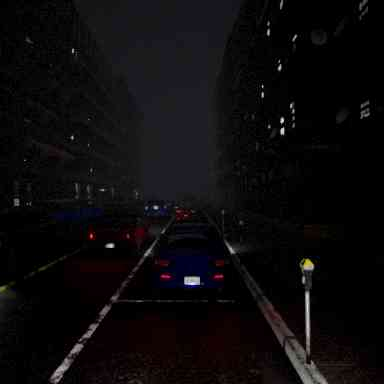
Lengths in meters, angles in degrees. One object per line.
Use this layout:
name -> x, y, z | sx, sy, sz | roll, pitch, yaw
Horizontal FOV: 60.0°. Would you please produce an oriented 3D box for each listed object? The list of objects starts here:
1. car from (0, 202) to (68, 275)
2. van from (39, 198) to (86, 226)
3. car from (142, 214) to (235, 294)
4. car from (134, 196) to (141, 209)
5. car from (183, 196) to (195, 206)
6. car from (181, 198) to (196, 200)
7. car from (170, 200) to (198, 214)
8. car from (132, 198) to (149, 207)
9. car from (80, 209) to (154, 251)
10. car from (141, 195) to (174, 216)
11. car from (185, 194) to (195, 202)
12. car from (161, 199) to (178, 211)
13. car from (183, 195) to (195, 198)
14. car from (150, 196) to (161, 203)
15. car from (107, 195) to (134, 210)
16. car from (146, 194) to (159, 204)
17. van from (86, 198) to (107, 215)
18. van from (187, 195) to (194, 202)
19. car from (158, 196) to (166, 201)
car -> -5.871, 1.358, 10.371 | 2.097, 1.767, 4.553 | 0, 0, 0
van -> -8.313, 1.359, 20.753 | 1.690, 1.788, 3.998 | 2, 0, 0
car -> 0.002, 1.531, 8.653 | 1.812, 1.442, 4.674 | 0, 0, 0
car -> -8.314, 1.379, 42.875 | 2.192, 1.841, 5.009 | 1, 0, 0
car -> -0.474, 1.553, 59.411 | 1.967, 1.590, 4.097 | 1, 0, 0
car -> -0.439, 1.582, 31.754 | 1.887, 1.381, 4.507 | 1, 0, 0
car -> -0.438, 1.572, 26.224 | 1.887, 1.381, 4.507 | 1, 0, 0
car -> -8.322, 1.660, 53.938 | 1.947, 1.339, 4.313 | 1, 0, 0
car -> -2.920, 1.610, 14.039 | 1.895, 1.301, 4.718 | 0, 0, 0
car -> -3.022, 1.386, 30.045 | 2.097, 1.767, 4.553 | 0, 0, 0
car -> -0.473, 1.521, 81.536 | 2.192, 1.841, 5.009 | 1, 0, 0
car -> -2.925, 1.629, 43.547 | 1.994, 1.385, 4.181 | 0, 0, 0
car -> -0.429, 1.490, 37.286 | 1.967, 1.590, 4.097 | 1, 0, 0
car -> -8.324, 1.725, 76.059 | 1.887, 1.381, 4.507 | 1, 0, 0
car -> -8.314, 1.365, 37.346 | 2.192, 1.841, 5.009 | 1, 0, 0
car -> -8.318, 1.471, 70.528 | 2.192, 1.841, 5.009 | 1, 0, 0
van -> -8.314, 1.368, 26.285 | 1.690, 1.788, 3.998 | 1, 0, 0
van -> -0.475, 1.575, 87.068 | 1.690, 1.788, 3.998 | 1, 0, 0
car -> -8.327, 1.846, 92.652 | 1.802, 1.307, 4.206 | 1, 0, 0
